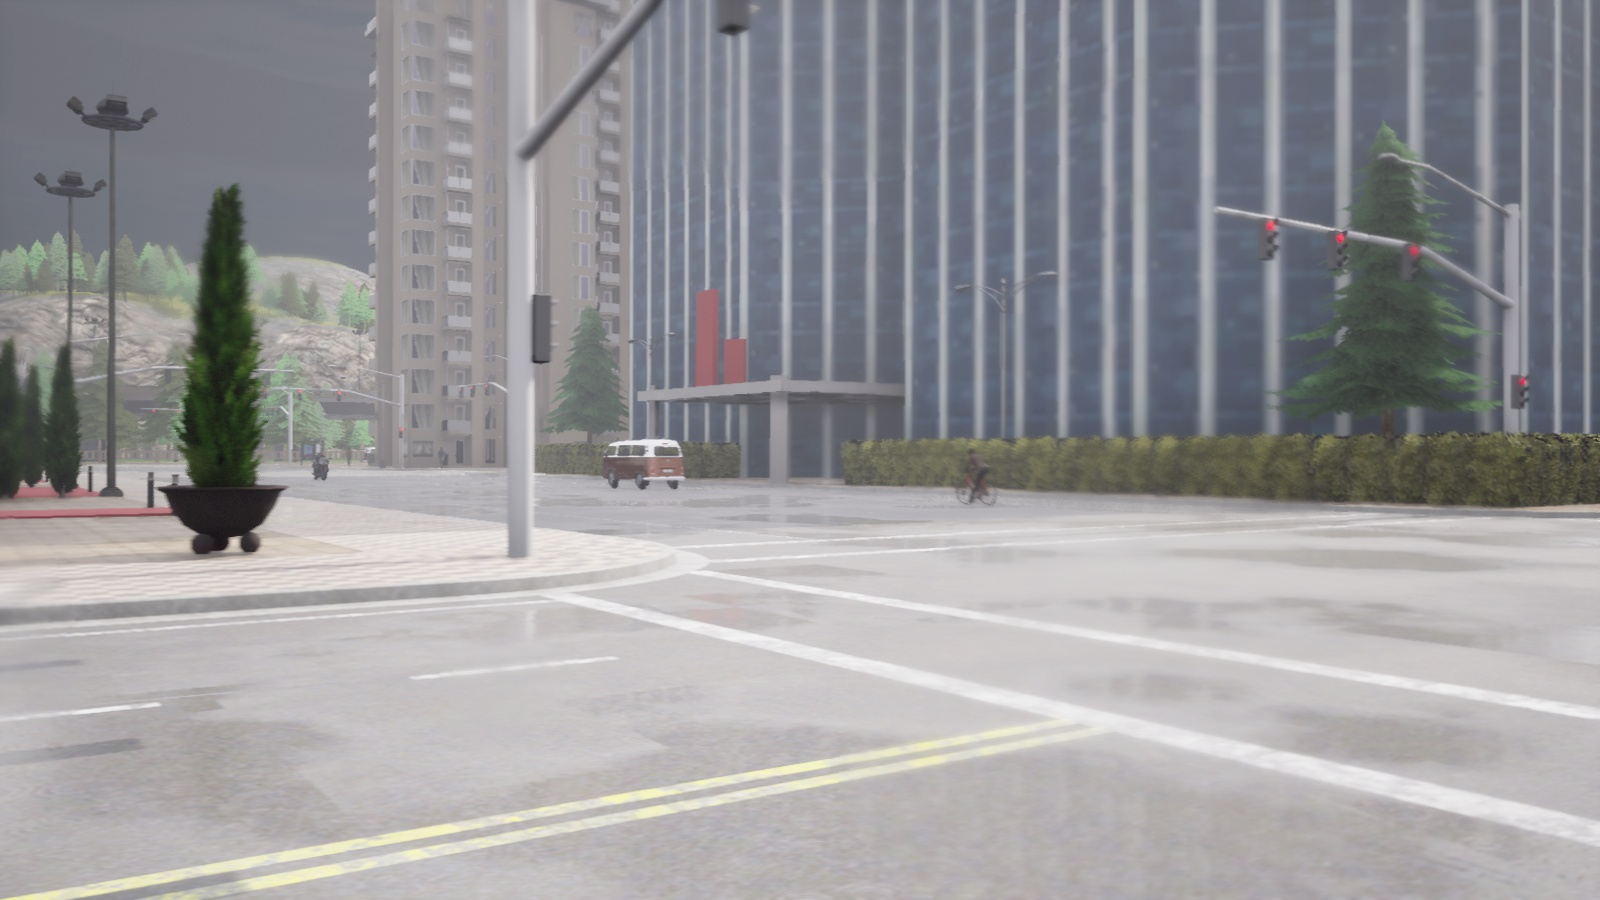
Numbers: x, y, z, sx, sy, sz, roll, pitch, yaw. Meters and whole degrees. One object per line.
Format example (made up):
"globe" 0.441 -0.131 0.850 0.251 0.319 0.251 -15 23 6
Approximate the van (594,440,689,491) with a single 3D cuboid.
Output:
"van" -6.673 0.610 52.390 2.069 2.038 4.480 0 0 -35

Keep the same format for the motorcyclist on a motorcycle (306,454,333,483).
"motorcyclist on a motorcycle" -25.759 0.999 67.296 0.866 1.530 2.191 0 0 -35

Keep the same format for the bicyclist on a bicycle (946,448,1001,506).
"bicyclist on a bicycle" 4.949 0.775 35.921 0.582 1.620 1.656 0 -1 -35
